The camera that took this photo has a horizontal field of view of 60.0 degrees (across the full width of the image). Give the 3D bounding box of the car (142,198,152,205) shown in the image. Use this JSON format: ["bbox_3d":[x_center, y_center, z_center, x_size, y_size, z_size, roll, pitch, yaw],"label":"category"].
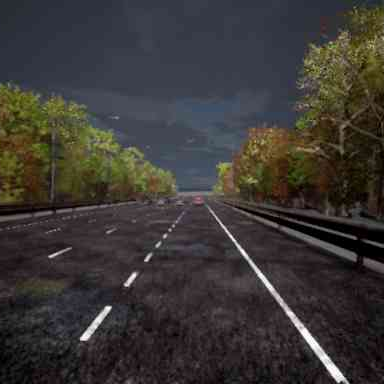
[{"bbox_3d":[-9.197,1.910,69.473,1.882,1.535,5.008,0,0,1],"label":"car"}]

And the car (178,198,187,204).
[{"bbox_3d":[-2.103,1.945,74.334,1.994,1.385,4.181,0,0,1],"label":"car"}]

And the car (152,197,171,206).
[{"bbox_3d":[-5.810,1.901,63.529,2.128,1.511,4.902,0,0,1],"label":"car"}]

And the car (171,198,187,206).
[{"bbox_3d":[-2.311,1.910,63.462,2.128,1.511,4.902,0,0,1],"label":"car"}]

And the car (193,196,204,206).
[{"bbox_3d":[1.189,1.970,63.396,2.033,1.411,5.357,0,0,1],"label":"car"}]

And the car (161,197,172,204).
[{"bbox_3d":[-5.604,1.856,74.337,1.882,1.535,5.008,0,0,1],"label":"car"}]
